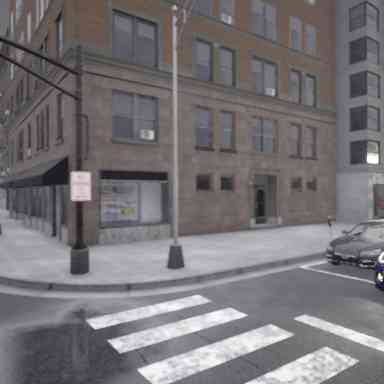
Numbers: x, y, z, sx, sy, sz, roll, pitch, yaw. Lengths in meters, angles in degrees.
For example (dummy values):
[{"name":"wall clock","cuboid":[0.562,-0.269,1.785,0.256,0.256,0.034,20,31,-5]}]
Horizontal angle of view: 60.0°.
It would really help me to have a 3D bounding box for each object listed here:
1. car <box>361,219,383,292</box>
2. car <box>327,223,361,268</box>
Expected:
[{"name":"car","cuboid":[6.138,1.349,7.499,4.553,1.767,2.097,0,0,-34]},{"name":"car","cuboid":[6.009,1.561,10.465,4.403,1.369,2.008,0,0,-35]}]
